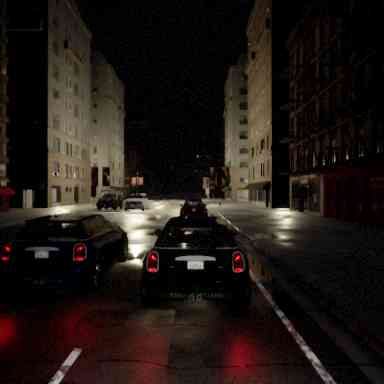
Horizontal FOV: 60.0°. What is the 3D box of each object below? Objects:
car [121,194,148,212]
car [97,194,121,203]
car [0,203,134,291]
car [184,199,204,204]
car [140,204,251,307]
[{"bbox_3d":[-6.559,1.215,39.679,2.150,2.045,5.566,0,0,0],"label":"car"},{"bbox_3d":[-9.808,1.218,40.222,2.150,2.045,5.566,0,0,0],"label":"car"},{"bbox_3d":[-3.148,1.348,9.155,2.097,1.767,4.553,0,0,1],"label":"car"},{"bbox_3d":[0.118,1.345,26.111,2.097,1.767,4.553,0,0,0],"label":"car"},{"bbox_3d":[0.101,1.348,8.160,2.097,1.767,4.553,0,0,1],"label":"car"}]
